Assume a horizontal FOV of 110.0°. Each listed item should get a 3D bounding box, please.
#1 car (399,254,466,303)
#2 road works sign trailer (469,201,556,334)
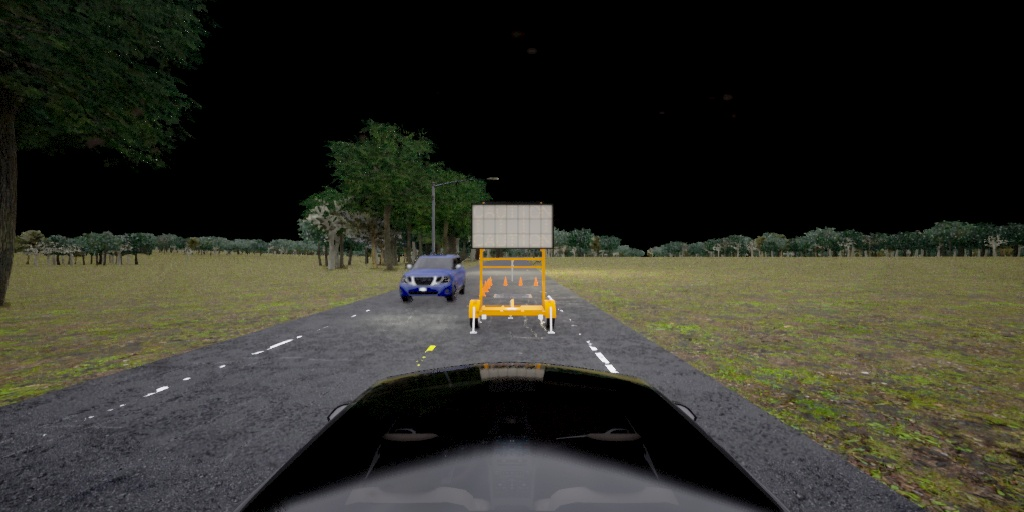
[{"bbox_3d":[-3.460,0.941,16.733,2.150,2.045,5.566,0,0,0],"label":"car"},{"bbox_3d":[0.013,0.200,10.594,2.380,3.560,2.880,0,0,0],"label":"road works sign trailer"}]
